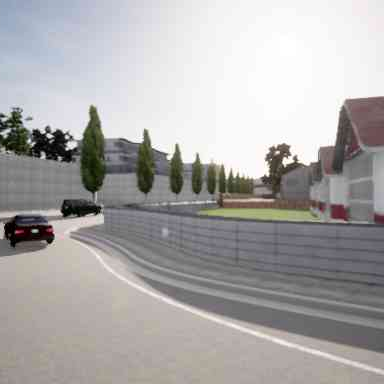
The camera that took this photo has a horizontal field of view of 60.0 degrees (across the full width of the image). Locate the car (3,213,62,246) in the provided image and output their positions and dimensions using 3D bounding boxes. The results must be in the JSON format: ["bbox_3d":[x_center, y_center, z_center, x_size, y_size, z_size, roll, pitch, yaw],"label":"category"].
[{"bbox_3d":[-8.356,1.815,16.895,2.033,1.411,5.357,0,-1,-33],"label":"car"}]

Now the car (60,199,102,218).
[{"bbox_3d":[-12.567,1.795,38.031,2.150,2.045,5.566,0,-1,18],"label":"car"}]
